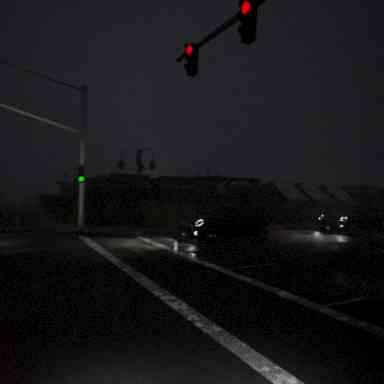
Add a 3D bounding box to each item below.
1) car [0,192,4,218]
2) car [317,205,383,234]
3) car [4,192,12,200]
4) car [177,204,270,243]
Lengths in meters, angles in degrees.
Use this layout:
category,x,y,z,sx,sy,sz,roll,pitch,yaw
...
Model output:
category,x,y,z,sx,sy,sz,roll,pitch,yaw
car,-6.034,1.069,8.099,2.150,2.045,5.566,1,0,-28
car,10.119,1.612,21.035,4.553,1.767,2.097,1,0,-29
car,-32.502,0.716,58.100,2.033,1.411,5.357,1,0,-28
car,1.582,1.393,16.259,4.553,1.767,2.097,1,0,-29
